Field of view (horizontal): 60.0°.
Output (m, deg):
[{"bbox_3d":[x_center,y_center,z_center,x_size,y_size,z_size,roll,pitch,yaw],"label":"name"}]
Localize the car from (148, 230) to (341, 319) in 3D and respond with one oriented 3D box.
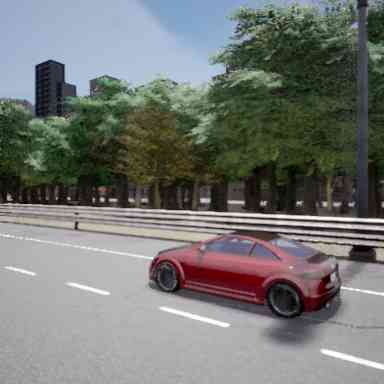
[{"bbox_3d":[1.026,1.565,7.439,4.181,1.385,1.994,0,0,36],"label":"car"}]
